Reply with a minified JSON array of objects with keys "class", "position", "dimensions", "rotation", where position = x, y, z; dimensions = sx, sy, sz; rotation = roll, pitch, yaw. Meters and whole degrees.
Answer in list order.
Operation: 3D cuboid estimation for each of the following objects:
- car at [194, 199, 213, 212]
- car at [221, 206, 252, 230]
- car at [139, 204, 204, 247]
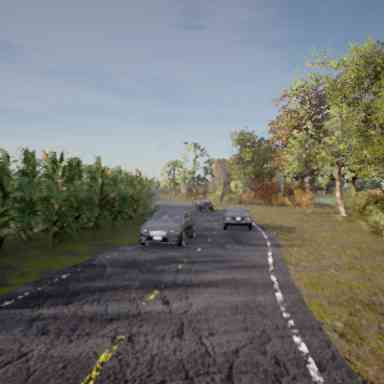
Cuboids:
[{"class":"car","position":[1.434,1.671,42.239],"dimensions":[1.837,1.490,4.892],"rotation":[0,0,-9]},{"class":"car","position":[2.957,1.669,22.420],"dimensions":[2.033,1.411,5.357],"rotation":[1,0,4]},{"class":"car","position":[-0.967,1.546,15.424],"dimensions":[2.128,1.511,4.902],"rotation":[1,0,9]}]
